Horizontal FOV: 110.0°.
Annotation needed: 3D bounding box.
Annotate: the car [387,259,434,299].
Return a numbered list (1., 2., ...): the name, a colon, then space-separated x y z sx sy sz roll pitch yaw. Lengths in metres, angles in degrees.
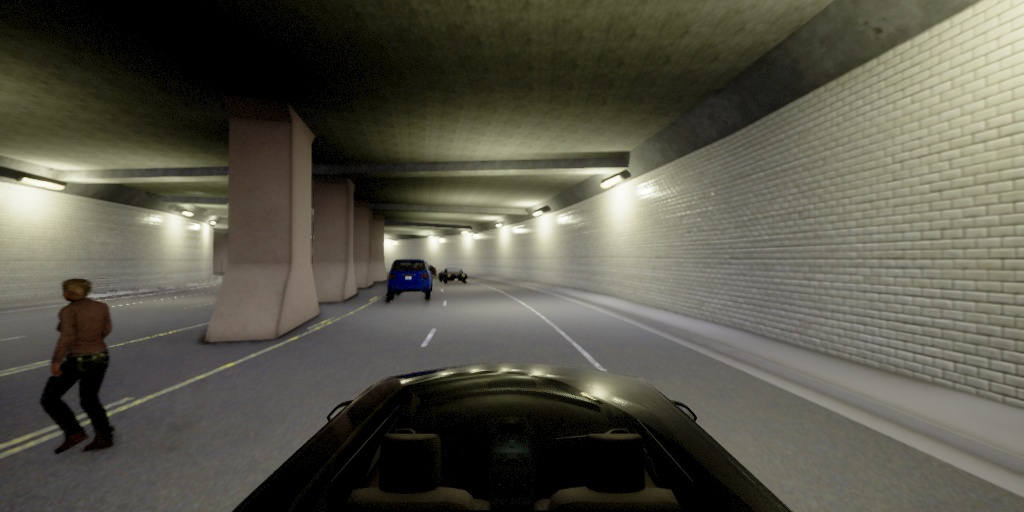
1. car: -5.609 1.193 20.052 2.150 2.045 5.566 0 -1 -12

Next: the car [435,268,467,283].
1. car: -5.353 1.711 31.855 1.895 1.301 4.718 0 -1 -19

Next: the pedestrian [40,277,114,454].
1. pedestrian: -4.505 1.071 3.715 0.375 1.860 0.375 0 -1 -2
